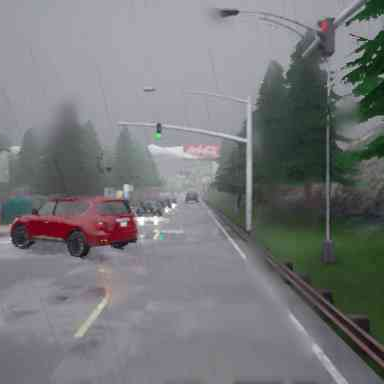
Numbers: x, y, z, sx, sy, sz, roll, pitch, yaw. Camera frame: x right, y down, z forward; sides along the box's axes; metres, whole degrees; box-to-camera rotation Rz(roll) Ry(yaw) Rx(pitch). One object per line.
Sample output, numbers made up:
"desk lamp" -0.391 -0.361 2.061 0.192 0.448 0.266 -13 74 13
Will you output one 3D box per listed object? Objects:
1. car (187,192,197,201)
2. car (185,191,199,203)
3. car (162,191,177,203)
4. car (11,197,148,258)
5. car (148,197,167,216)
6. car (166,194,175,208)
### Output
"car" -0.003 0.826 69.561 2.097 1.767 4.553 0 0 0
"car" -0.002 0.830 58.972 2.150 2.045 5.566 0 0 0
"car" -3.556 1.120 55.939 2.128 1.511 4.902 0 0 0
"car" -4.675 1.214 13.022 5.566 2.045 2.150 0 0 32
"car" -3.594 1.367 29.586 1.994 1.385 4.181 0 0 0
"car" -3.584 1.286 41.855 1.994 1.385 4.181 0 0 0
